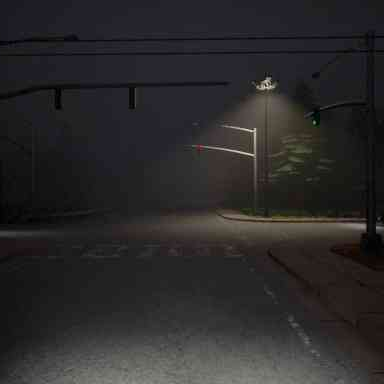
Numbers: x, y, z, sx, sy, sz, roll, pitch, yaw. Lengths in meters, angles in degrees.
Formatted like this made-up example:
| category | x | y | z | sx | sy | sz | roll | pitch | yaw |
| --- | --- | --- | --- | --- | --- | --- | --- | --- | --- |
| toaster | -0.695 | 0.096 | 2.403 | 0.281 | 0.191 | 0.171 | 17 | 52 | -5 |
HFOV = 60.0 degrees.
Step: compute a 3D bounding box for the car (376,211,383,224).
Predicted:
| category | x | y | z | sx | sy | sz | roll | pitch | yaw |
| --- | --- | --- | --- | --- | --- | --- | --- | --- | --- |
| car | 14.897 | 1.513 | 22.164 | 4.892 | 1.490 | 1.837 | 0 | 0 | 1 |
